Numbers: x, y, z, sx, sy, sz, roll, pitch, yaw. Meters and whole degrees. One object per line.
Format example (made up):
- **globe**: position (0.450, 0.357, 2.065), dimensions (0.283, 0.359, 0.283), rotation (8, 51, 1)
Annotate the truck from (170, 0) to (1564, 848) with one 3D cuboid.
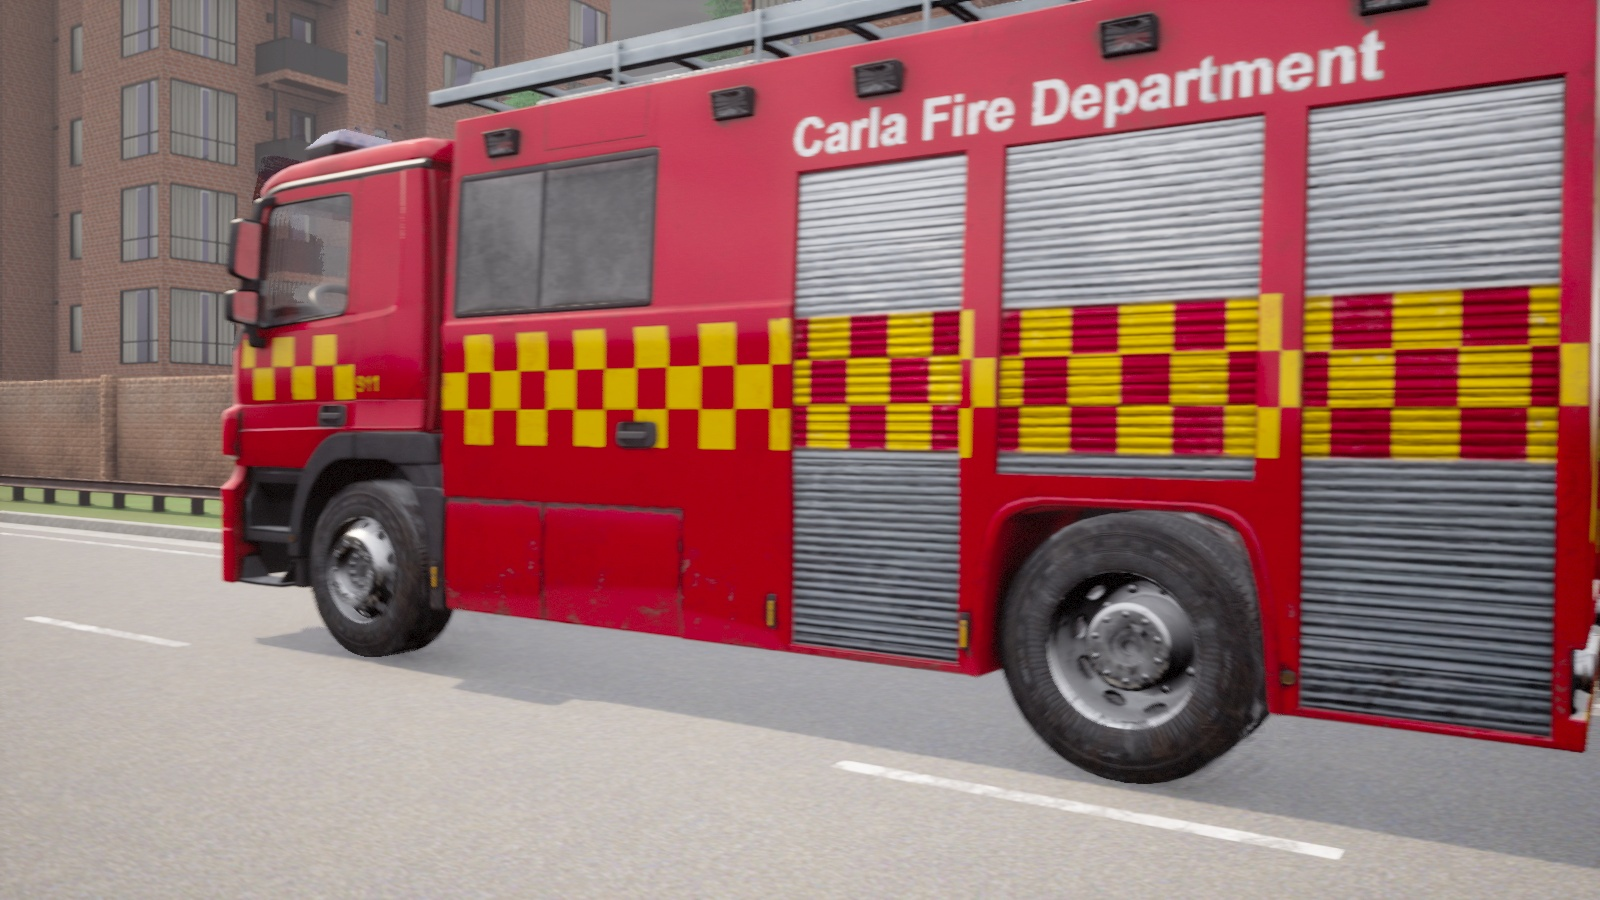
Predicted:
- **truck**: position (-0.195, -0.542, 7.932), dimensions (8.468, 3.827, 2.891), rotation (0, 1, 34)
